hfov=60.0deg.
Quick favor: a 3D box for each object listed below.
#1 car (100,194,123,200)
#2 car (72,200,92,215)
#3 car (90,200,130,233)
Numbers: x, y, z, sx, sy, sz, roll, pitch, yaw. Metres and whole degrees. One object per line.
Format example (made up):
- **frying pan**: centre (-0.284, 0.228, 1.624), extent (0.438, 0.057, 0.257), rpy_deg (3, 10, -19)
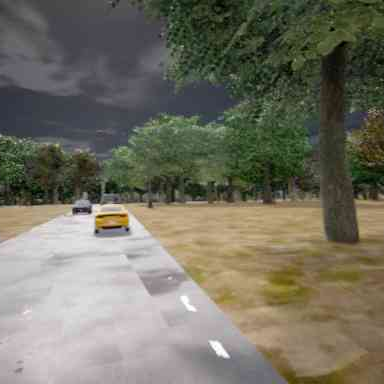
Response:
- **car**: centre (-8.662, 1.274, 35.804), extent (2.150, 2.045, 5.566), rpy_deg (-2, 1, -13)
- **car**: centre (-12.066, 1.645, 36.783), extent (1.882, 1.535, 5.008), rpy_deg (-2, 0, -14)
- **car**: centre (-4.834, 1.481, 20.067), extent (1.882, 1.535, 5.008), rpy_deg (-2, 0, -14)
